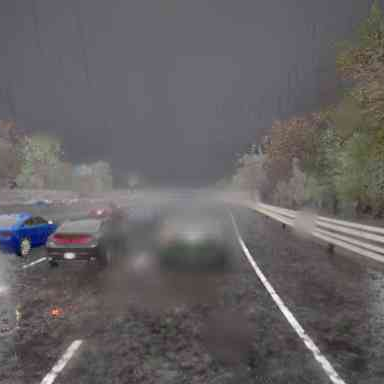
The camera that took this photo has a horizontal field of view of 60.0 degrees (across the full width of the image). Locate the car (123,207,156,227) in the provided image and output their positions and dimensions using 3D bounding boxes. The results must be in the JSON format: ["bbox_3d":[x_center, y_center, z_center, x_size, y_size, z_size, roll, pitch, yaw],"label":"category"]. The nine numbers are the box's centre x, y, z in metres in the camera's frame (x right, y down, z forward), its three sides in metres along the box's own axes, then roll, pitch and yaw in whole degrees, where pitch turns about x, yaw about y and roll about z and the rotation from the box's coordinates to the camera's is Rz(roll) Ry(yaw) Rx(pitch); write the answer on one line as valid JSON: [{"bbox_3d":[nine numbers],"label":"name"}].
[{"bbox_3d":[-3.459,1.802,25.120,2.033,1.411,5.357,0,-1,1],"label":"car"}]

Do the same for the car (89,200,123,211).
[{"bbox_3d":[-6.940,1.627,27.197,2.097,1.767,4.553,0,-1,1],"label":"car"}]

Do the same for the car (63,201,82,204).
[{"bbox_3d":[-20.983,2.235,59.962,1.895,1.301,4.718,0,-1,1],"label":"car"}]

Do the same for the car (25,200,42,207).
[{"bbox_3d":[-27.985,2.106,59.446,1.882,1.535,5.008,0,-1,1],"label":"car"}]

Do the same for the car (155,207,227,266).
[{"bbox_3d":[0.052,1.473,12.189,2.097,1.767,4.553,0,-1,1],"label":"car"}]

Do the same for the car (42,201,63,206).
[{"bbox_3d":[-24.480,2.234,59.882,1.895,1.301,4.718,0,-1,0],"label":"car"}]

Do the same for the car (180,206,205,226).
[{"bbox_3d":[0.055,1.871,26.668,1.895,1.301,4.718,0,-1,1],"label":"car"}]

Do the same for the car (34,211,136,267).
[{"bbox_3d":[-3.449,1.620,11.859,1.837,1.490,4.892,0,-1,1],"label":"car"}]

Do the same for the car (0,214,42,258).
[{"bbox_3d":[-6.937,1.612,13.448,1.882,1.535,5.008,0,0,0],"label":"car"}]
